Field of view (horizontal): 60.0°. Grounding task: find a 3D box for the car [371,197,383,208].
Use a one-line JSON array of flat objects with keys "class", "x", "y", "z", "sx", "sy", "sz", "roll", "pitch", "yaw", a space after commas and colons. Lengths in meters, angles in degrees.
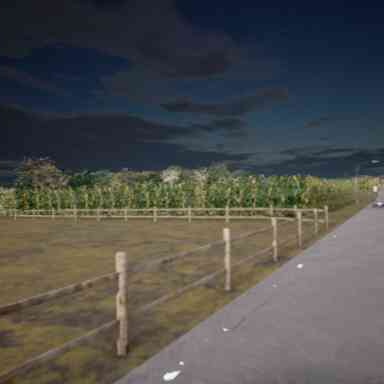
[{"class": "car", "x": 26.571, "y": 1.442, "z": 47.046, "sx": 2.128, "sy": 1.511, "sz": 4.902, "roll": -2, "pitch": -1, "yaw": 31}]
